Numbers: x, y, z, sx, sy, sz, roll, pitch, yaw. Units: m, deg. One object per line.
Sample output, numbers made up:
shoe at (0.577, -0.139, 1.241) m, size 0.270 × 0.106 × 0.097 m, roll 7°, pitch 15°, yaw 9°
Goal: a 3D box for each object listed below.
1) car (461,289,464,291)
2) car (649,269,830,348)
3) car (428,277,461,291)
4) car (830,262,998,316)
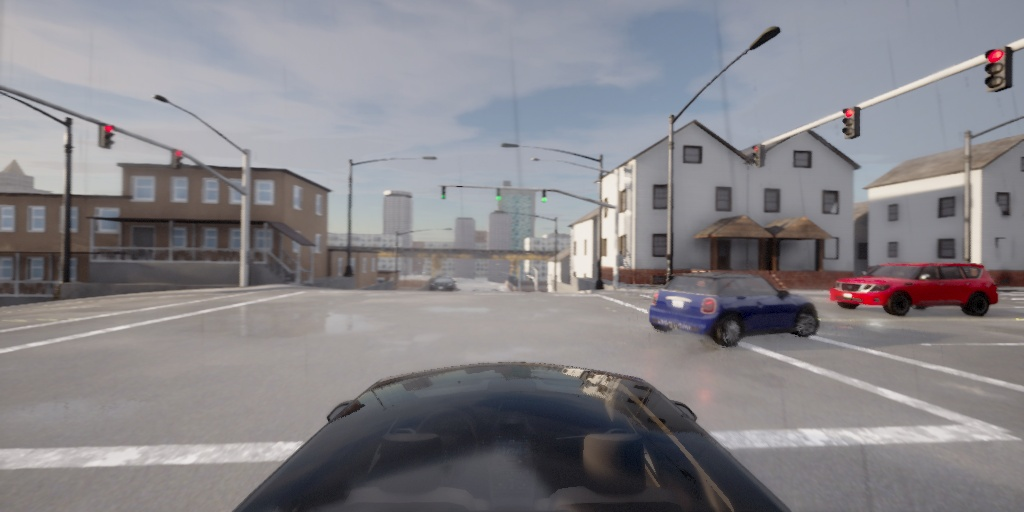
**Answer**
car at (-6.093, 4.098, 38.499) m, size 1.994 × 1.385 × 4.181 m, roll 1°, pitch -13°, yaw -5°
car at (6.035, 1.235, 9.728) m, size 4.553 × 1.767 × 2.097 m, roll 1°, pitch 0°, yaw -24°
car at (-5.377, 2.411, 28.660) m, size 1.812 × 1.442 × 4.674 m, roll 1°, pitch -9°, yaw -4°
car at (16.257, 1.270, 14.633) m, size 5.566 × 2.045 × 2.150 m, roll 1°, pitch 0°, yaw -4°
